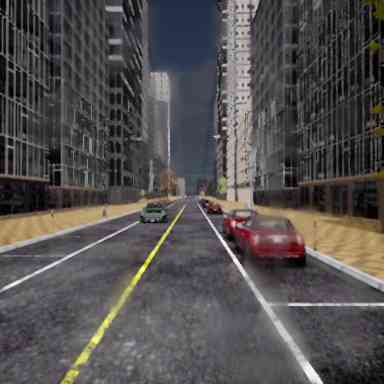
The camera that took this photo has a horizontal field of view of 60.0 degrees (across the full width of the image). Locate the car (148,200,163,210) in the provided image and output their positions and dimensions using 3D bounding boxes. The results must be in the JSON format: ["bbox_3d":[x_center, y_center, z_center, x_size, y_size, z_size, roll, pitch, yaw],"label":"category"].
[{"bbox_3d":[-5.680,2.022,52.193,1.887,1.381,4.507,0,0,0],"label":"car"}]

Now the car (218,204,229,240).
[{"bbox_3d":[2.695,1.613,18.033,1.967,1.590,4.097,0,-1,0],"label":"car"}]

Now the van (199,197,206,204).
[{"bbox_3d":[2.706,2.093,86.341,1.690,1.788,3.998,0,0,0],"label":"van"}]

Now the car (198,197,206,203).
[{"bbox_3d":[2.707,2.235,92.031,1.967,1.590,4.097,0,0,0],"label":"car"}]

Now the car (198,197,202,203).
[{"bbox_3d":[2.703,2.183,69.261,1.947,1.339,4.313,0,0,0],"label":"car"}]

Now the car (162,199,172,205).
[{"bbox_3d":[-5.677,2.229,74.963,1.947,1.339,4.313,0,0,0],"label":"car"}]

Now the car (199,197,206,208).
[{"bbox_3d":[2.701,2.090,57.877,1.947,1.339,4.313,0,0,0],"label":"car"}]

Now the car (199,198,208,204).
[{"bbox_3d":[2.705,2.274,80.645,1.947,1.339,4.313,0,0,0],"label":"car"}]

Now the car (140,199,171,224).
[{"bbox_3d":[-2.995,1.613,27.597,2.097,1.767,4.553,0,0,0],"label":"car"}]

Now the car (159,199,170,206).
[{"bbox_3d":[-5.677,2.162,69.271,1.887,1.381,4.507,0,0,0],"label":"car"}]

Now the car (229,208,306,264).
[{"bbox_3d":[2.694,1.559,12.341,1.967,1.590,4.097,0,-1,0],"label":"car"}]

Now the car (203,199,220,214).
[{"bbox_3d":[2.699,1.925,40.801,1.887,1.381,4.507,0,0,0],"label":"car"}]

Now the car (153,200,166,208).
[{"bbox_3d":[-5.679,2.107,57.886,1.802,1.307,4.206,0,0,0],"label":"car"}]
